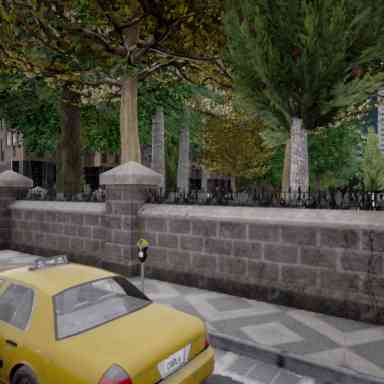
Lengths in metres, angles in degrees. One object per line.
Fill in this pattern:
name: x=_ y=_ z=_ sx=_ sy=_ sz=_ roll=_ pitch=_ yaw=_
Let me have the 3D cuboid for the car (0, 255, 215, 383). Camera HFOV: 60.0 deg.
car: x=-2.042 y=1.525 z=4.413 sx=4.829 sy=1.417 sz=1.752 roll=0 pitch=0 yaw=35
